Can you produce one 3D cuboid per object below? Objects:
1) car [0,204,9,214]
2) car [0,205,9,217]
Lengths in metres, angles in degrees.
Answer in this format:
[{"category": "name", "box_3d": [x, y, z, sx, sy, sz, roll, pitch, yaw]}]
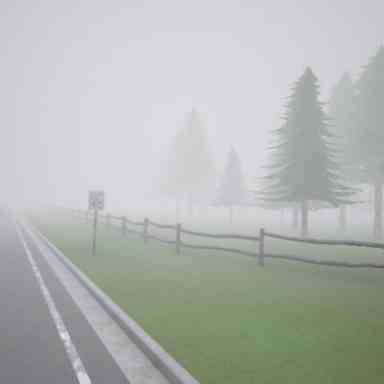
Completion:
[{"category": "car", "box_3d": [-29.447, 2.639, 51.404, 1.994, 1.385, 4.181, 3, -3, -28]}, {"category": "car", "box_3d": [-24.654, 2.358, 42.460, 1.882, 1.535, 5.008, 3, -3, -28]}]
